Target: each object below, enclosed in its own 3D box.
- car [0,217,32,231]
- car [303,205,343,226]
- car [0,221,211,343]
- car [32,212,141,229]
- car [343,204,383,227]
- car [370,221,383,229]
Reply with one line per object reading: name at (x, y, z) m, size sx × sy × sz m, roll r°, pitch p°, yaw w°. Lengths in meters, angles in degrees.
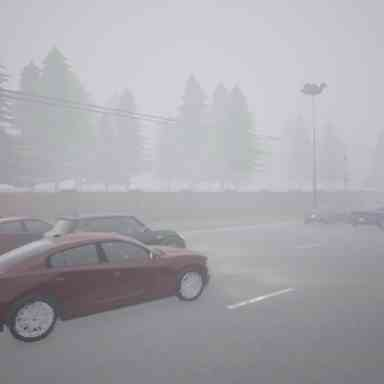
car at (-6.063, 1.651, 12.325) m, size 5.008 × 1.535 × 1.882 m, roll 0°, pitch -1°, yaw -37°
car at (10.149, 1.674, 24.713) m, size 4.181 × 1.385 × 1.994 m, roll 0°, pitch -1°, yaw -37°
car at (-1.852, 1.559, 6.733) m, size 5.008 × 1.535 × 1.882 m, roll 0°, pitch -1°, yaw -37°
car at (-2.379, 1.473, 10.737) m, size 4.553 × 1.767 × 2.097 m, roll 0°, pitch -1°, yaw -37°
car at (12.405, 1.541, 22.037) m, size 5.008 × 1.535 × 1.882 m, roll 0°, pitch -1°, yaw -37°
car at (6.960, 1.535, 9.062) m, size 4.674 × 1.442 × 1.812 m, roll 0°, pitch -1°, yaw -37°
